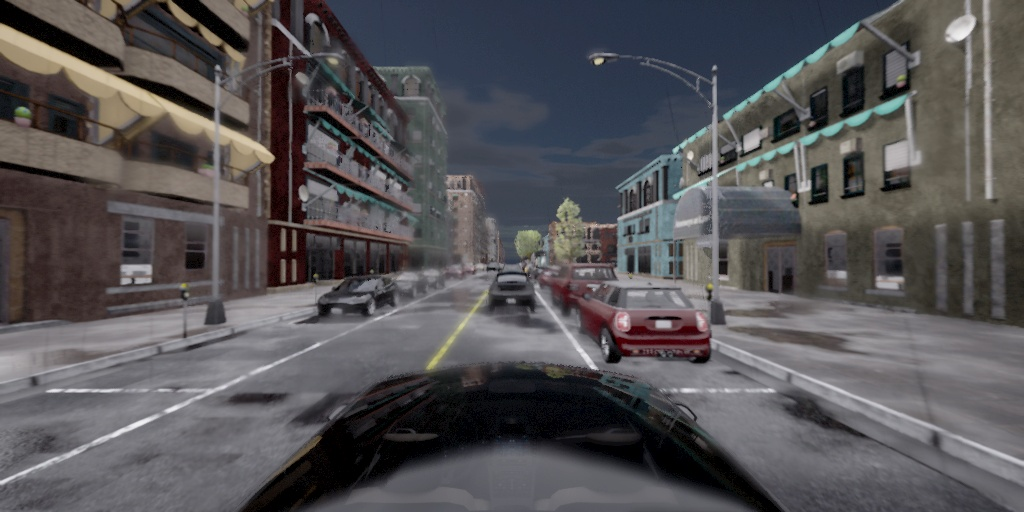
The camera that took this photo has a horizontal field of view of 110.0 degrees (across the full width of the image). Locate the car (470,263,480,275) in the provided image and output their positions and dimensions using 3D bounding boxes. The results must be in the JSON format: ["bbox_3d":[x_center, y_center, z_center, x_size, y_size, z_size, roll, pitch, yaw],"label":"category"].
[{"bbox_3d":[-5.696,1.701,47.067,1.967,1.591,4.097,0,0,0],"label":"car"}]

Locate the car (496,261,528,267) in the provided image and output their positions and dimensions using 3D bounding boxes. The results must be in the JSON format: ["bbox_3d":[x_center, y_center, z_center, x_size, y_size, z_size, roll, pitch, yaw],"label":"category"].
[{"bbox_3d":[0.016,1.413,30.275,2.097,1.767,4.553,0,-1,0],"label":"car"}]

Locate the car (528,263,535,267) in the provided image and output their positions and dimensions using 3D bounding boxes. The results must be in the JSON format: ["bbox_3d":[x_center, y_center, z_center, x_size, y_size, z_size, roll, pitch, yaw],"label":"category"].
[{"bbox_3d":[2.686,1.680,35.989,2.007,1.370,4.403,0,0,0],"label":"car"}]

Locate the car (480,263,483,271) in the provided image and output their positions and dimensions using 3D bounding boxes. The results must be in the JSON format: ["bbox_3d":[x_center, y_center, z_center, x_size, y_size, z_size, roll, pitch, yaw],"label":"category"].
[{"bbox_3d":[-5.700,1.984,63.515,1.751,1.417,4.829,0,0,0],"label":"car"}]

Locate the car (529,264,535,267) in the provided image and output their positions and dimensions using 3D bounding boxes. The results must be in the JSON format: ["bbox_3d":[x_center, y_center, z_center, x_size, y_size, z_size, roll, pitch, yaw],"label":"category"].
[{"bbox_3d":[2.686,1.629,30.452,1.948,1.339,4.313,0,0,0],"label":"car"}]

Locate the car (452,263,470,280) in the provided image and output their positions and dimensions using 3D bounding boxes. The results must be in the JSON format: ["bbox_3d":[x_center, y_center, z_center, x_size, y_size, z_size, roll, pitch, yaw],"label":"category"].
[{"bbox_3d":[-5.695,1.569,35.988,1.967,1.591,4.097,0,0,0],"label":"car"}]

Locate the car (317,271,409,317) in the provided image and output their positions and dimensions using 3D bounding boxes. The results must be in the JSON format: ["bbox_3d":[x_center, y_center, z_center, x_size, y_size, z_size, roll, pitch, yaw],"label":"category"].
[{"bbox_3d":[-5.691,1.444,13.836,1.948,1.339,4.313,0,0,0],"label":"car"}]

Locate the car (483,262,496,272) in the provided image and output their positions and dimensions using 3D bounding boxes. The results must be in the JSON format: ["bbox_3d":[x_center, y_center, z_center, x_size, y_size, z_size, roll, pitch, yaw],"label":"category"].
[{"bbox_3d":[-3.082,1.741,57.778,2.097,1.767,4.553,0,-1,0],"label":"car"}]

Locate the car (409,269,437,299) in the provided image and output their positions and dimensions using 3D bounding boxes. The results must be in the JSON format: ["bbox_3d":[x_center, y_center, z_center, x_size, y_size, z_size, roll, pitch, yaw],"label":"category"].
[{"bbox_3d":[-5.692,1.488,19.374,2.007,1.370,4.403,0,0,0],"label":"car"}]

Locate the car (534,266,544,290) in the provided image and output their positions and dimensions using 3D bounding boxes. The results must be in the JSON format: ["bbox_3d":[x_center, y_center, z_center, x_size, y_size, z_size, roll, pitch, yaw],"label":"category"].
[{"bbox_3d":[2.688,1.581,24.913,1.802,1.307,4.207,0,0,0],"label":"car"}]

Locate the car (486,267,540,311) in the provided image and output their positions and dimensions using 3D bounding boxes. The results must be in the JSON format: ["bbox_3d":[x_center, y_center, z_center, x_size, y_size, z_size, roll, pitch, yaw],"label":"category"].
[{"bbox_3d":[0.018,1.401,15.374,1.837,1.490,4.892,0,0,0],"label":"car"}]

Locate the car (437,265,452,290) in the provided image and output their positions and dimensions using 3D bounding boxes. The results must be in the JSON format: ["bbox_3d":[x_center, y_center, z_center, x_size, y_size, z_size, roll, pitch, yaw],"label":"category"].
[{"bbox_3d":[-5.693,1.550,24.912,2.007,1.370,4.403,0,0,0],"label":"car"}]

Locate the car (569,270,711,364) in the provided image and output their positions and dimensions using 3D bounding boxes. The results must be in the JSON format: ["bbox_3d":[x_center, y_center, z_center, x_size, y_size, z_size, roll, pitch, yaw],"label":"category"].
[{"bbox_3d":[2.690,1.259,8.298,1.967,1.591,4.097,0,0,0],"label":"car"}]

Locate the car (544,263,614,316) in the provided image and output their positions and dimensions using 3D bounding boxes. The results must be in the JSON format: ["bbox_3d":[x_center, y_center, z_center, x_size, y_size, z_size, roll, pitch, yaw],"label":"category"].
[{"bbox_3d":[2.689,1.192,13.837,2.192,1.841,5.009,0,0,0],"label":"car"}]
